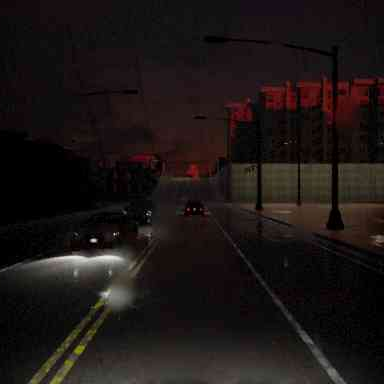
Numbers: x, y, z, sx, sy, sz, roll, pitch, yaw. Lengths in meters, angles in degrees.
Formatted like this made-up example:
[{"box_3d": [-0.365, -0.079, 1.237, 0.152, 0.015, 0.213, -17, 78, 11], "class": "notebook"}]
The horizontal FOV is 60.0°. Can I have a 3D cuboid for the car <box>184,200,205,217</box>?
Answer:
[{"box_3d": [0.235, 1.547, 31.343, 2.033, 1.411, 5.357, 0, 0, 0], "class": "car"}]

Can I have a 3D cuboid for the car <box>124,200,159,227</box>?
[{"box_3d": [-3.486, 1.353, 22.847, 2.097, 1.767, 4.553, 0, 0, 0], "class": "car"}]

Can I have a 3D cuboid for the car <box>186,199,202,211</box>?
[{"box_3d": [0.278, 1.601, 41.696, 1.895, 1.301, 4.718, 0, 0, 0], "class": "car"}]

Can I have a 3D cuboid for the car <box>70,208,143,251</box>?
[{"box_3d": [-3.513, 1.564, 13.934, 1.994, 1.385, 4.181, 0, 0, 0], "class": "car"}]
